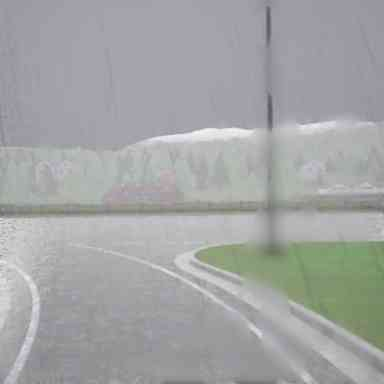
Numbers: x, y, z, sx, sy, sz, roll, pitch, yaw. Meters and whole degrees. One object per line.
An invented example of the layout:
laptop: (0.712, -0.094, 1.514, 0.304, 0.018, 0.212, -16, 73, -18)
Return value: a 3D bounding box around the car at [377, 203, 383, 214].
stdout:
car: (19.535, 1.175, 30.386, 4.553, 1.767, 2.097, -1, 0, 2)
